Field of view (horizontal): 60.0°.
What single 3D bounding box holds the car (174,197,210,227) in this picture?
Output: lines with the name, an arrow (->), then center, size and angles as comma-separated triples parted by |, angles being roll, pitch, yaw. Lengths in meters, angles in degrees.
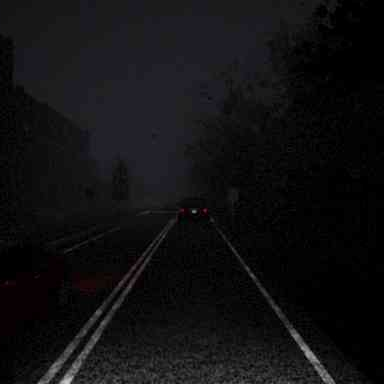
car -> 0.139, 1.349, 23.664 | 2.150, 2.045, 5.566 | 0, -1, 0

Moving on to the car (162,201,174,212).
car -> -3.205, 1.958, 47.167 | 1.882, 1.535, 5.008 | 0, -1, 0

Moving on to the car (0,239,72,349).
car -> -3.345, 1.532, 5.082 | 1.812, 1.442, 4.674 | 0, 0, 0
